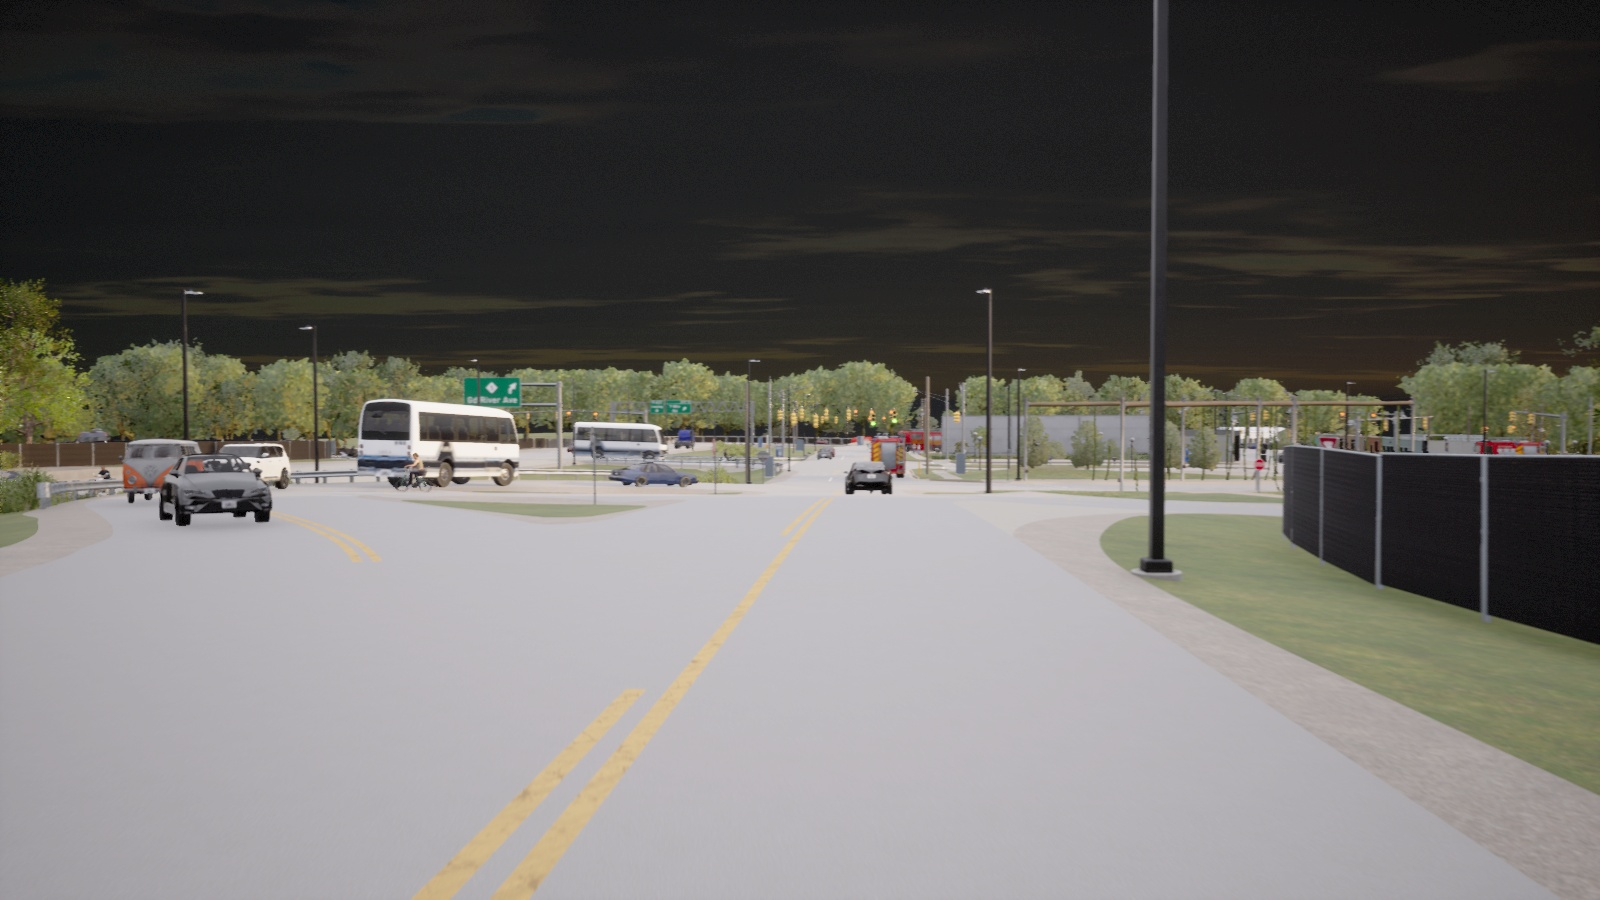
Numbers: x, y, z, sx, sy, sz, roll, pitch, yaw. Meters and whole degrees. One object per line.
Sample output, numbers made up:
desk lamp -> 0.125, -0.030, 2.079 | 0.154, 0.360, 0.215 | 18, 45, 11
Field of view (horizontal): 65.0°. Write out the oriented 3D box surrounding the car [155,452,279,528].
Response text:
car -> -12.472, 0.794, 26.724 | 1.816, 1.474, 4.193 | -1, 0, -33

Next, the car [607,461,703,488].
car -> -8.575, 1.472, 74.602 | 5.357, 1.411, 2.033 | 2, 1, -37

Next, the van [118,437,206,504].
van -> -20.238, 0.621, 40.007 | 1.775, 1.987, 4.442 | -1, 0, -17

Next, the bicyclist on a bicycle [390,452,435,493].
bicyclist on a bicycle -> -15.656, 0.891, 50.714 | 1.509, 1.612, 0.866 | 1, -1, 3

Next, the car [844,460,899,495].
car -> 3.157, 1.275, 56.610 | 2.163, 1.488, 4.792 | 0, -2, 0

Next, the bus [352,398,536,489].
bus -> -18.036, -0.274, 64.768 | 3.944, 4.253, 10.273 | 1, 0, 18

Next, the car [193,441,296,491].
car -> -23.696, 0.666, 53.832 | 2.150, 2.045, 5.566 | 0, 0, -3

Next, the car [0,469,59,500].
car -> -40.111, 1.715, 64.039 | 1.994, 1.385, 4.181 | 0, 1, 3
